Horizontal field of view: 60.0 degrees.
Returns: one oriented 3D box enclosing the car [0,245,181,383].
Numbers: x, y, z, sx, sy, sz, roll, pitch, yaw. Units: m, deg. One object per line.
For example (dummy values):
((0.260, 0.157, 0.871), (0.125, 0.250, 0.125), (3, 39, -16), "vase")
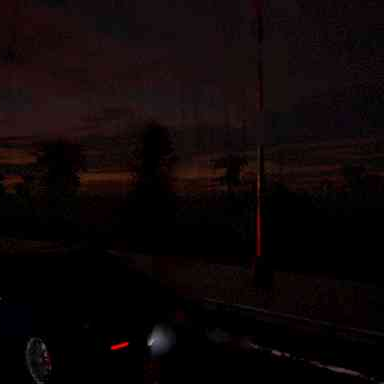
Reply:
((-2.315, 1.600, 5.335), (4.674, 1.442, 1.812), (-1, -1, 36), "car")
